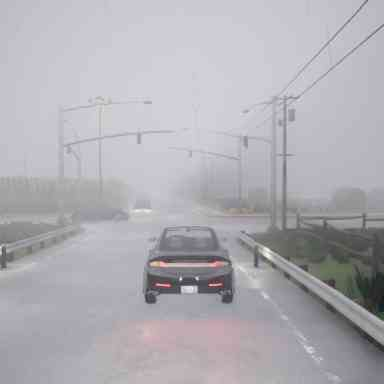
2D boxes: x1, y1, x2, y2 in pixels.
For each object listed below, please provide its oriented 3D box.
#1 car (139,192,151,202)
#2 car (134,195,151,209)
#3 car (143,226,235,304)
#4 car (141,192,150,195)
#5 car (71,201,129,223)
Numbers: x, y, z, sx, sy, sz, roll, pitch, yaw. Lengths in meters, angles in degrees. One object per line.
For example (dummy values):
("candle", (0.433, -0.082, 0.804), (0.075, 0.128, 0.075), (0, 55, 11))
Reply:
("car", (-8.796, 0.899, 62.823), (2.097, 1.767, 4.553), (0, 1, -7))
("car", (-6.324, 1.467, 42.897), (1.994, 1.385, 4.181), (0, 1, -7))
("car", (-0.091, 1.612, 8.420), (2.128, 1.511, 4.902), (0, -2, -1))
("car", (-7.527, 1.256, 52.589), (1.812, 1.442, 4.674), (0, 1, -7))
("car", (-7.466, 1.533, 27.306), (4.553, 1.767, 2.097), (0, 1, -16))
